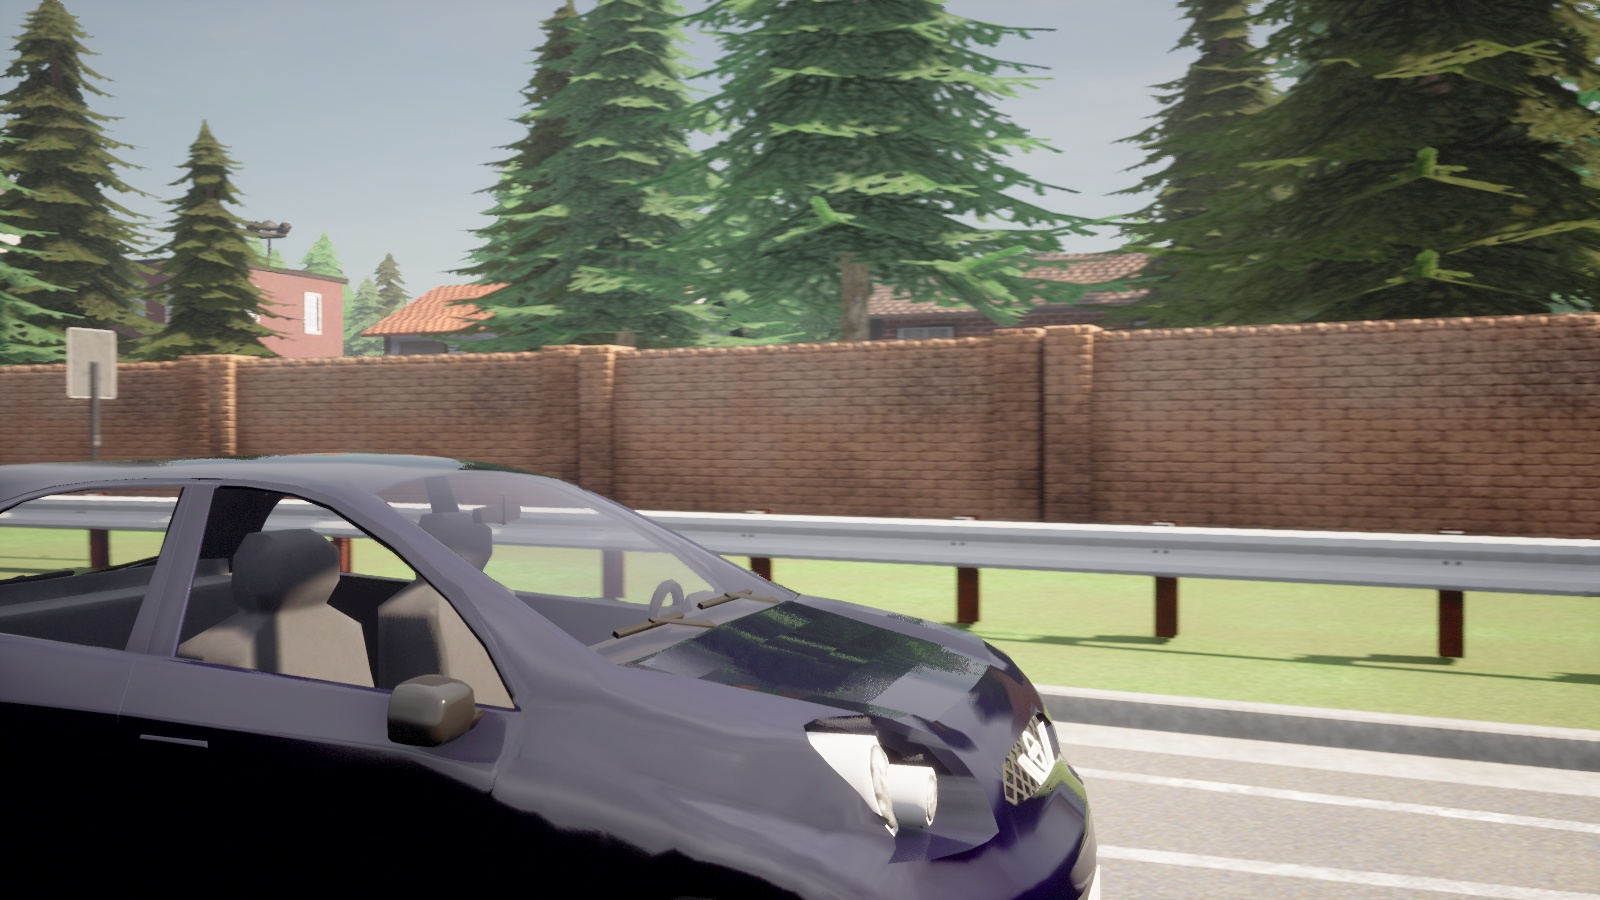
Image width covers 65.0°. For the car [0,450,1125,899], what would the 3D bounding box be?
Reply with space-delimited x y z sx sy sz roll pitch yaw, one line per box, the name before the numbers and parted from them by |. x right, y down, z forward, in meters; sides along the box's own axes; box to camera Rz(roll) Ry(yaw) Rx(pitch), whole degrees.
car | -1.031 0.780 3.540 3.633 1.501 1.845 1 1 19
